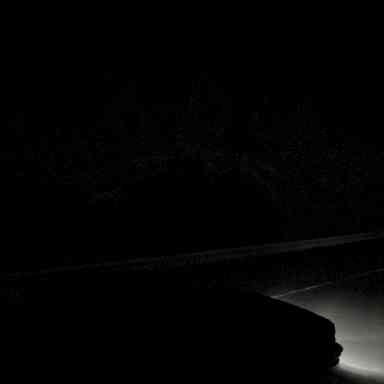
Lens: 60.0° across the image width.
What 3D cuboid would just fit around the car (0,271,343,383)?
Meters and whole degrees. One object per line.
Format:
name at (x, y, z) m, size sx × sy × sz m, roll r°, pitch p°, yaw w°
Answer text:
car at (-0.806, 1.559, 3.175) m, size 5.357 × 1.411 × 2.033 m, roll 1°, pitch 0°, yaw -35°
